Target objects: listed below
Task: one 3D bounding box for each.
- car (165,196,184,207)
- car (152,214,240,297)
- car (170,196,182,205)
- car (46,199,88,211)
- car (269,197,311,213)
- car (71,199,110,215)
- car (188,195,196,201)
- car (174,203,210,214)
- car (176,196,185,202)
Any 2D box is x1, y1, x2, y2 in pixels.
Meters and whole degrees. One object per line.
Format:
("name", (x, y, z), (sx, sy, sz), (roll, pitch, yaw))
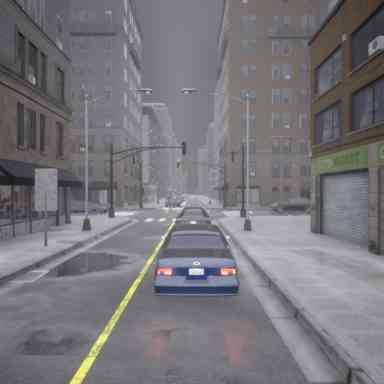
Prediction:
("car", (-2.811, 1.351, 49.799), (2.097, 1.767, 4.553), (0, 0, 1))
("car", (0.093, 1.547, 8.768), (2.033, 1.411, 5.357), (0, 0, 0))
("car", (-2.759, 1.526, 58.528), (1.812, 1.442, 4.674), (0, 0, 0))
("car", (-14.698, 1.539, 39.244), (4.313, 1.339, 1.947), (0, 0, 0))
("car", (10.885, 1.353, 36.641), (4.553, 1.767, 2.097), (0, 0, 0))
("car", (-10.797, 1.547, 33.742), (5.357, 1.411, 2.033), (0, 0, 0))
("car", (0.102, 1.529, 85.252), (1.812, 1.442, 4.674), (0, 0, 0))
("car", (0.085, 1.563, 19.315), (1.994, 1.385, 4.181), (0, 0, 1))
("car", (-2.655, 1.599, 78.845), (1.895, 1.301, 4.718), (0, 0, 0))
